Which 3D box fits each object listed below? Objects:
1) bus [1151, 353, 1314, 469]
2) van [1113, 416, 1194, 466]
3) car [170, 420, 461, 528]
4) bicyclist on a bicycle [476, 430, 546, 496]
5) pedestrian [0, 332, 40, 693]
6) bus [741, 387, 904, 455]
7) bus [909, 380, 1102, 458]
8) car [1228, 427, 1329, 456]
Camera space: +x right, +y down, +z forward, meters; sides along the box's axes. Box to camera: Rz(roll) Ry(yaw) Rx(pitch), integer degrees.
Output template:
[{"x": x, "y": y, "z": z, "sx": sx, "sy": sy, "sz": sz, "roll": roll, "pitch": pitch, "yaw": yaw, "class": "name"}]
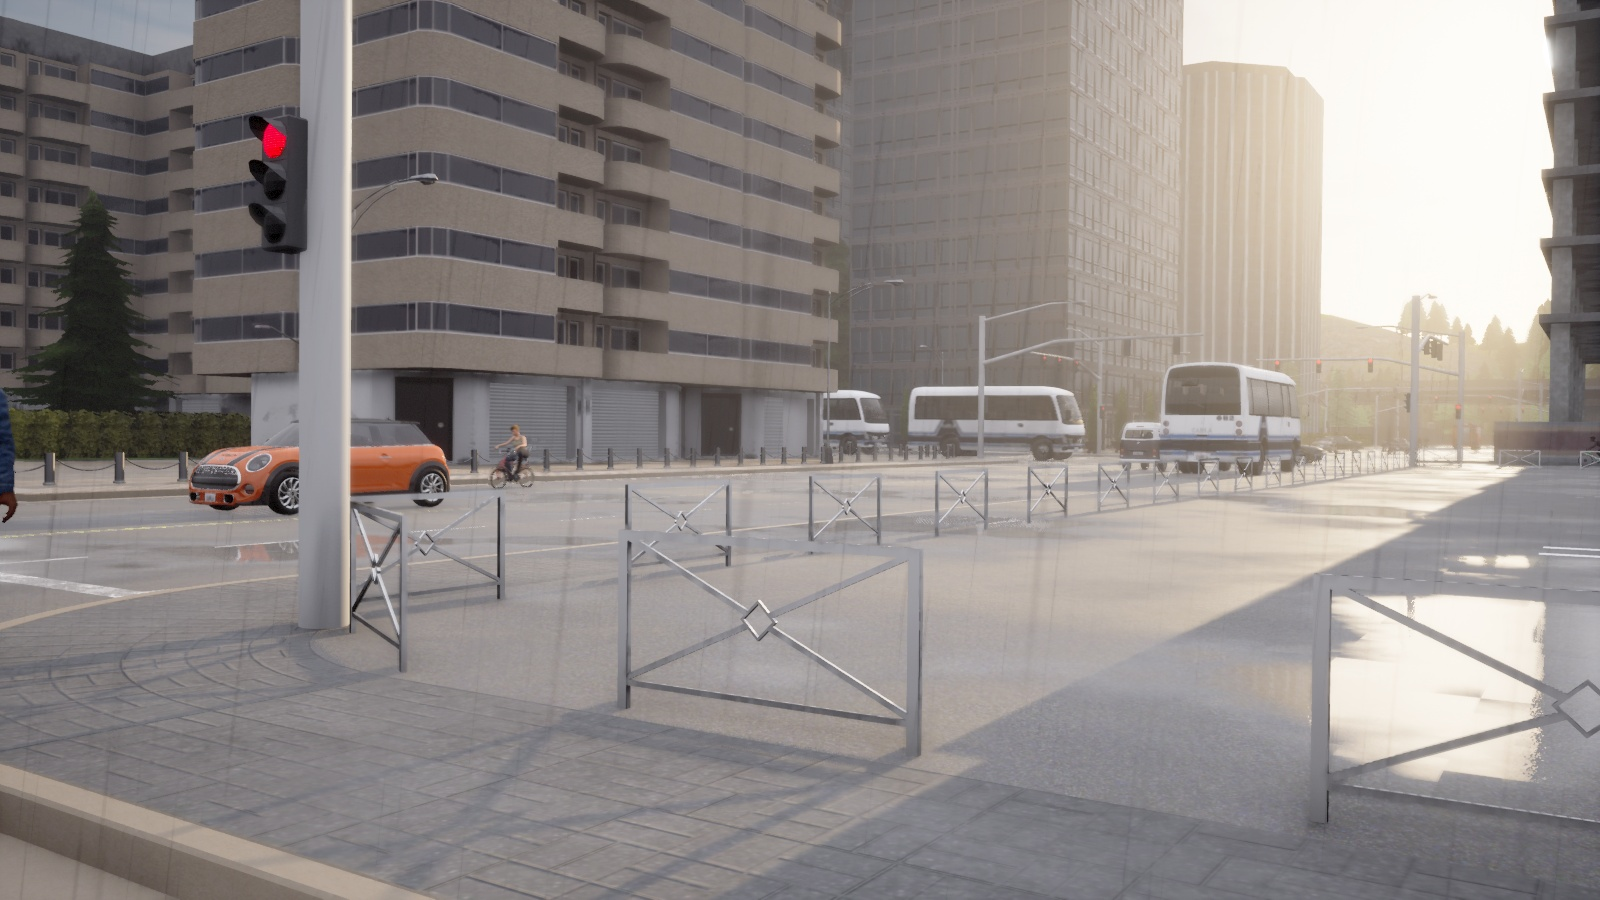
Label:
[{"x": 17.821, "y": -1.504, "z": 51.114, "sx": 3.944, "sy": 4.253, "sz": 10.273, "roll": 0, "pitch": 1, "yaw": 33, "class": "bus"}, {"x": 15.001, "y": -0.407, "z": 53.198, "sx": 2.069, "sy": 2.038, "sz": 4.480, "roll": 0, "pitch": 1, "yaw": 33, "class": "van"}, {"x": -8.683, "y": 0.356, "z": 22.910, "sx": 2.097, "sy": 1.767, "sz": 4.553, "roll": 0, "pitch": 1, "yaw": 33, "class": "car"}, {"x": -7.251, "y": 0.302, "z": 31.583, "sx": 0.866, "sy": 1.612, "sz": 1.509, "roll": 0, "pitch": 1, "yaw": 33, "class": "bicyclist on a bicycle"}, {"x": -4.539, "y": 0.339, "z": 6.768, "sx": 0.423, "sy": 1.949, "sz": 0.788, "roll": -1, "pitch": 1, "yaw": -5, "class": "pedestrian"}, {"x": 1.450, "y": -1.855, "z": 83.585, "sx": 10.273, "sy": 4.253, "sz": 3.944, "roll": 0, "pitch": 1, "yaw": 33, "class": "bus"}, {"x": 11.786, "y": -1.785, "z": 72.681, "sx": 10.273, "sy": 4.253, "sz": 3.944, "roll": 0, "pitch": 2, "yaw": 33, "class": "bus"}, {"x": 25.958, "y": -0.460, "z": 68.185, "sx": 4.892, "sy": 1.490, "sz": 1.837, "roll": 0, "pitch": 1, "yaw": 32, "class": "car"}]
